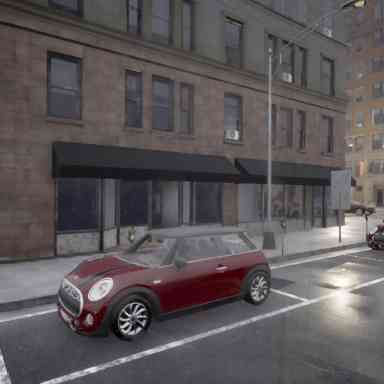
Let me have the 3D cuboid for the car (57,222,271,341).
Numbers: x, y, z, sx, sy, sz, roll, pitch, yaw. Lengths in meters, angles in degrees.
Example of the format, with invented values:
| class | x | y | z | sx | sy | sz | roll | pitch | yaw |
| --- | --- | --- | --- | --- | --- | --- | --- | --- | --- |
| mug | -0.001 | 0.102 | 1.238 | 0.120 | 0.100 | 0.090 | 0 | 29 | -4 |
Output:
| class | x | y | z | sx | sy | sz | roll | pitch | yaw |
| --- | --- | --- | --- | --- | --- | --- | --- | --- | --- |
| car | -0.406 | 1.441 | 6.456 | 4.097 | 1.590 | 1.967 | 0 | 0 | -35 |

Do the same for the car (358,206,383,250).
| class | x | y | z | sx | sy | sz | roll | pitch | yaw |
| --- | --- | --- | --- | --- | --- | --- | --- | --- | --- |
| car | 8.555 | 1.445 | 12.813 | 4.097 | 1.590 | 1.967 | 0 | 0 | -35 |

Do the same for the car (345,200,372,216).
| class | x | y | z | sx | sy | sz | roll | pitch | yaw |
| --- | --- | --- | --- | --- | --- | --- | --- | --- | --- |
| car | 14.774 | 1.403 | 31.720 | 1.882 | 1.535 | 5.008 | 1 | 0 | -37 |
